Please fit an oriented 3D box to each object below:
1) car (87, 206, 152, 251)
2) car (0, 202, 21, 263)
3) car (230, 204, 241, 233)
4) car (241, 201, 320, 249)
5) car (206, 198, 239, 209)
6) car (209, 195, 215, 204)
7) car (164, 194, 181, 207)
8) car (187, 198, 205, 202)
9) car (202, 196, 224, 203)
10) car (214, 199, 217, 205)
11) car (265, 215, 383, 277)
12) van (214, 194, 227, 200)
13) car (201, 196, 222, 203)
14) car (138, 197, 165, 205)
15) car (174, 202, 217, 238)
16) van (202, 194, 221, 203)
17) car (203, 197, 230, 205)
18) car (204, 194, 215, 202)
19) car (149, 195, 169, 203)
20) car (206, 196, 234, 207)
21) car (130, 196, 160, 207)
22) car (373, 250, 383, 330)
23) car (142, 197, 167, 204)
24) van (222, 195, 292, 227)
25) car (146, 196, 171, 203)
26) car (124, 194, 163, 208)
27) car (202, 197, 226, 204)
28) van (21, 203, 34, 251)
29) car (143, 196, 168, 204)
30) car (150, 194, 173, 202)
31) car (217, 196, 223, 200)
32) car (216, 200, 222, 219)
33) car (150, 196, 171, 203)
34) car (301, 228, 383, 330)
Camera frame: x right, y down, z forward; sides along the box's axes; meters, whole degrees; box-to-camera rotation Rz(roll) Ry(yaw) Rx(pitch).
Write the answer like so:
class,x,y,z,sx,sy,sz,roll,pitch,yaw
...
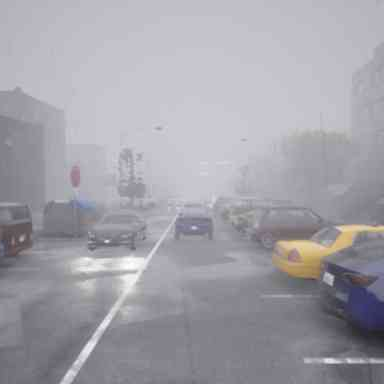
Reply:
class,x,y,z,sx,sy,sz,roll,pitch,yaw
car,-3.097,1.563,14.566,1.837,1.490,4.892,0,0,0
car,-7.707,1.262,8.236,5.566,2.045,2.435,0,0,0
car,4.647,1.548,16.891,4.892,1.521,2.231,0,0,0
car,4.621,1.410,14.100,4.553,1.767,2.185,0,0,0
car,4.628,1.709,50.416,4.792,1.488,2.163,0,0,0
car,4.626,1.510,39.240,4.553,1.767,2.185,0,0,0
car,-3.037,1.447,57.316,2.150,2.045,5.566,0,0,1
car,0.106,1.615,34.647,1.882,1.535,5.008,0,0,0
car,4.669,1.780,75.555,4.892,1.521,2.231,0,0,0
car,4.653,1.642,30.859,4.674,1.452,2.002,0,0,0
car,4.837,1.511,8.510,5.366,1.575,1.946,0,0,0
van,4.773,1.387,33.654,4.442,1.987,1.878,0,0,0
car,4.657,1.769,81.157,4.892,1.521,2.231,0,1,0
car,-7.698,1.760,63.220,4.792,1.488,2.163,0,0,0
car,0.103,1.550,18.087,1.882,1.535,5.008,0,0,0
van,4.547,1.558,78.349,4.442,1.987,1.878,0,0,0
car,4.655,1.734,64.383,5.008,1.535,2.097,0,0,0
car,4.685,1.395,42.036,5.566,2.045,2.435,0,0,0
car,-7.636,1.658,77.915,4.553,1.767,2.185,0,0,0
car,4.691,1.576,56.127,4.553,1.767,2.185,0,0,0
car,-7.639,1.570,54.280,4.553,1.767,2.185,0,0,0
car,4.836,1.489,2.923,5.366,1.575,1.946,0,0,0
car,-7.674,1.754,68.970,4.892,1.521,2.231,0,0,0
van,4.537,1.343,22.479,4.442,1.987,1.878,0,0,0
car,-7.482,1.774,74.973,5.366,1.575,1.946,0,0,0
car,-7.699,1.433,51.468,5.566,2.045,2.435,0,0,0
car,4.656,1.758,70.095,4.892,1.521,2.231,0,0,0
van,-7.795,1.299,11.027,4.442,1.987,1.878,0,0,0
car,-7.853,1.762,72.033,5.366,1.575,1.946,0,0,0
car,-7.637,1.485,83.687,5.566,2.045,2.435,0,1,0
car,4.686,1.466,28.067,4.553,1.767,2.185,0,0,0
car,4.649,1.580,25.397,5.008,1.535,2.097,0,0,0
car,-7.672,1.772,80.745,5.008,1.535,2.097,0,0,0
car,4.680,1.533,5.718,4.792,1.488,2.163,0,0,0
